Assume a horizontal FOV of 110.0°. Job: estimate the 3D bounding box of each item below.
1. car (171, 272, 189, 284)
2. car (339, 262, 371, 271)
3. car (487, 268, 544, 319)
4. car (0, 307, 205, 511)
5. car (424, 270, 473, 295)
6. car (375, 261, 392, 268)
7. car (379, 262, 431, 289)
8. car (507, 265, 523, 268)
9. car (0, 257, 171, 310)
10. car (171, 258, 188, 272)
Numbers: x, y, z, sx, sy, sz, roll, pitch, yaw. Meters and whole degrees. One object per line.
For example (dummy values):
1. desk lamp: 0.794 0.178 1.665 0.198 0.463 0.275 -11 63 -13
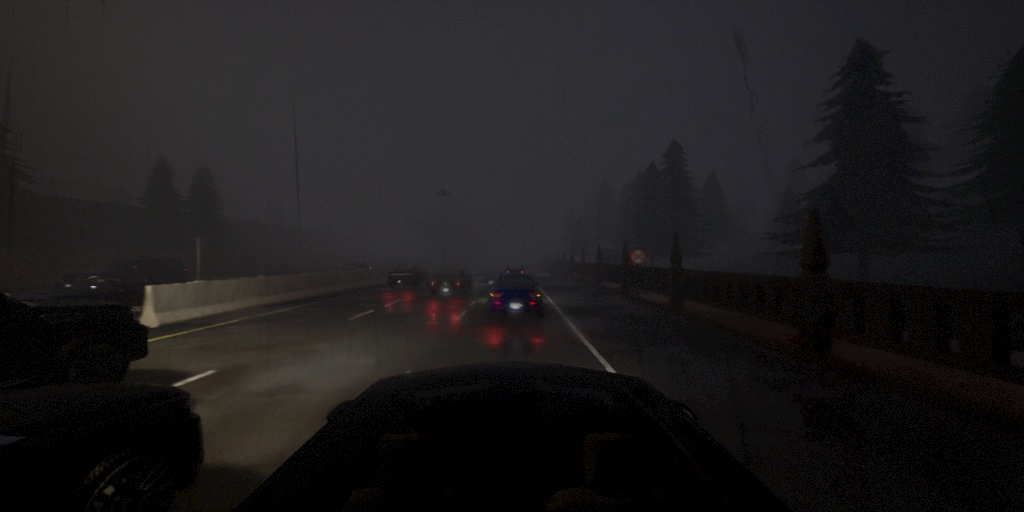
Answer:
1. car: -14.083 1.420 12.392 1.895 1.301 4.718 0 0 0
2. car: -17.355 1.447 39.836 1.837 1.490 4.892 0 0 1
3. car: 0.125 1.324 12.964 1.812 1.442 4.674 0 0 0
4. car: -3.423 1.244 0.899 2.128 1.511 4.902 0 0 0
5. car: -3.324 1.437 20.332 1.895 1.301 4.718 0 0 0
6. car: -20.654 1.533 58.655 1.837 1.490 4.892 0 0 1
7. car: -6.793 1.350 24.111 2.128 1.511 4.902 0 0 0
8. car: 0.285 1.489 33.939 1.895 1.301 4.718 0 0 0
9. car: -6.907 0.991 3.308 2.150 2.045 5.566 0 0 0
10. car: -21.028 1.087 19.774 2.150 2.045 5.566 0 -1 0
